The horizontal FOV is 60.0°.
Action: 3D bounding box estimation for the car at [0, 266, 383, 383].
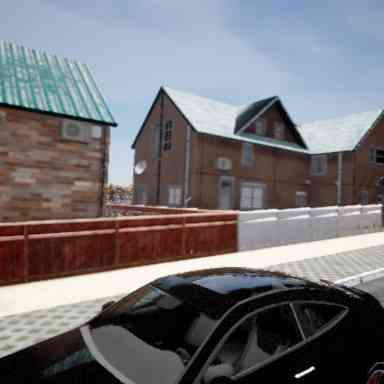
[{"bbox_3d":[0.122,1.525,3.034,4.674,1.442,1.812,0,0,-35],"label":"car"}]
